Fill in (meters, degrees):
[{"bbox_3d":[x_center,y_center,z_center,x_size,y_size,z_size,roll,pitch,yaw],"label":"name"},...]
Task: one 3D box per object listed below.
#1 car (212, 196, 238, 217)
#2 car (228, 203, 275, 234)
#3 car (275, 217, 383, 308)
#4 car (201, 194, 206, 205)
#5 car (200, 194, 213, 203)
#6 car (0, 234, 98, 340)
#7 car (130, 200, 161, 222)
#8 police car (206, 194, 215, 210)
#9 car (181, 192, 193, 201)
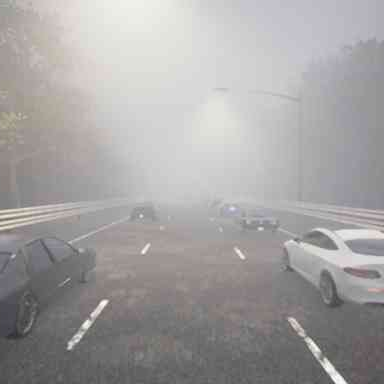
[{"bbox_3d":[3.307,1.407,29.818,2.163,1.488,4.792,0,0,-1],"label":"car"},{"bbox_3d":[3.419,1.540,18.781,1.895,1.301,4.718,0,0,0],"label":"car"},{"bbox_3d":[3.484,1.501,7.714,1.812,1.442,4.674,0,0,0],"label":"car"},{"bbox_3d":[2.945,1.373,51.860,2.033,1.411,5.357,0,0,-1],"label":"car"},{"bbox_3d":[2.694,1.217,62.894,2.033,1.649,4.856,0,0,-1],"label":"car"},{"bbox_3d":[-3.417,1.527,6.433,2.033,1.411,5.357,0,0,0],"label":"car"},{"bbox_3d":[-3.550,1.422,25.626,1.837,1.490,4.892,0,0,-1],"label":"car"},{"bbox_3d":[3.149,1.290,40.934,1.930,1.638,5.238,0,0,-1],"label":"police car"},{"bbox_3d":[-1.034,0.912,71.724,2.150,2.045,5.566,0,0,-2],"label":"car"}]
